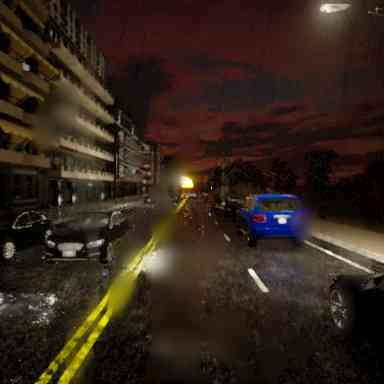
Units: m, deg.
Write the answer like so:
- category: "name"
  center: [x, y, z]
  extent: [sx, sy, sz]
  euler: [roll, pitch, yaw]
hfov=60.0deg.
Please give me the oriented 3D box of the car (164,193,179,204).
- category: "car"
  center: [-3.293, 0.956, 53.956]
  extent: [2.097, 1.767, 4.553]
  euler: [0, 0, 1]

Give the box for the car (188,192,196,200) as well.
- category: "car"
  center: [0.009, 1.059, 73.749]
  extent: [1.895, 1.301, 4.718]
  euler: [0, 0, 0]

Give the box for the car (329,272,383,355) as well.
- category: "car"
  center: [3.251, 1.475, 3.644]
  extent: [2.163, 1.488, 4.792]
  euler: [0, 0, 0]

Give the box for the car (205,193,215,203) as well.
- category: "car"
  center: [3.256, 1.174, 47.615]
  extent: [1.812, 1.442, 4.674]
  euler: [0, 0, 0]

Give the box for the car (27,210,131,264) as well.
- category: "car"
  center: [-3.348, 1.404, 11.509]
  extent: [2.128, 1.511, 4.902]
  euler: [0, 0, 0]

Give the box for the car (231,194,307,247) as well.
- category: "car"
  center: [3.252, 1.110, 14.641]
  extent: [2.150, 2.045, 5.566]
  euler: [0, 0, 0]

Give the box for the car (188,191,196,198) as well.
- category: "car"
  center: [0.011, 0.709, 89.196]
  extent: [2.097, 1.767, 4.553]
  euler: [0, 0, 0]

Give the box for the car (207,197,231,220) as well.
- category: "car"
  center: [2.927, 1.368, 26.236]
  extent: [1.994, 1.385, 4.181]
  euler: [0, 0, -12]

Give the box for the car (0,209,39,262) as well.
- category: "car"
  center: [-6.598, 1.415, 11.848]
  extent: [1.837, 1.490, 4.892]
  euler: [0, 0, 0]

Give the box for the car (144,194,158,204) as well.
- category: "car"
  center: [-6.541, 1.096, 53.846]
  extent: [2.128, 1.511, 4.902]
  euler: [0, 0, 1]

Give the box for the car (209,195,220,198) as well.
- category: "car"
  center: [3.255, 1.292, 36.614]
  extent: [1.994, 1.385, 4.181]
  euler: [0, 0, 0]
